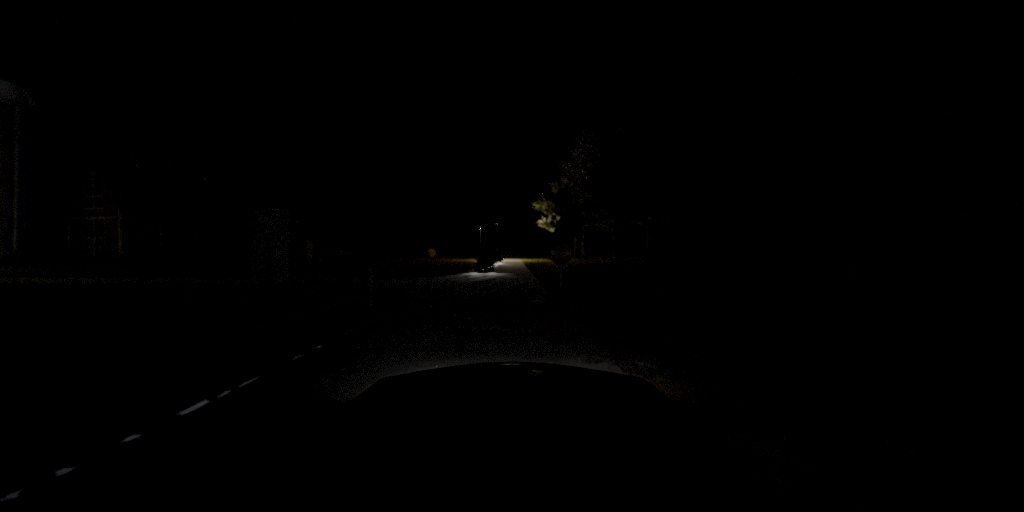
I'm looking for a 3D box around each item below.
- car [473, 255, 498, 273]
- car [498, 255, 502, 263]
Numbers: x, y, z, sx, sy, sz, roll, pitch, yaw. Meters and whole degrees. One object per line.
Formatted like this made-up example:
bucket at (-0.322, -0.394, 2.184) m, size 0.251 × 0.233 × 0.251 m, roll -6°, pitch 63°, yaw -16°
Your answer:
car at (-2.738, 0.915, 36.360) m, size 1.837 × 1.490 × 4.892 m, roll 0°, pitch 3°, yaw 0°
car at (-2.731, 0.489, 62.675) m, size 1.895 × 1.301 × 4.718 m, roll 0°, pitch 1°, yaw 0°
